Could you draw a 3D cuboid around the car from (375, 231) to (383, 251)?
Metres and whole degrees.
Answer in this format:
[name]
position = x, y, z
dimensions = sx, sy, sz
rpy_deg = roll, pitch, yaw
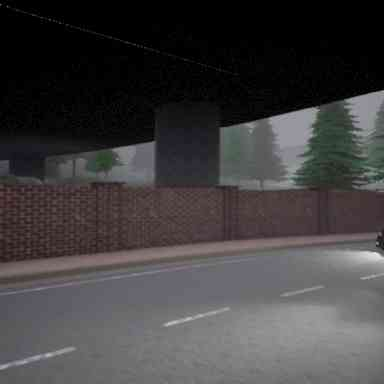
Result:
[car]
position = 6.923, 1.603, 8.176
dimensions = 4.902, 1.511, 2.128
rpy_deg = 1, -1, -28
